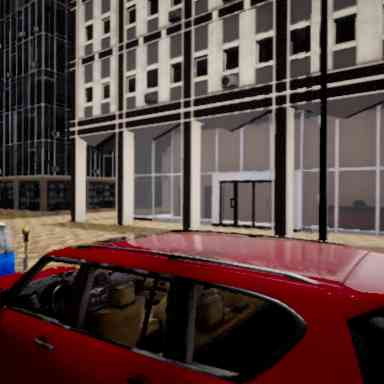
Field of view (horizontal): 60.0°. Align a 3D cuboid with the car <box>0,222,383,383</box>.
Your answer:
[{"bbox_3d":[-0.484,1.321,3.208,5.009,1.841,2.192,0,0,36],"label":"car"}]
